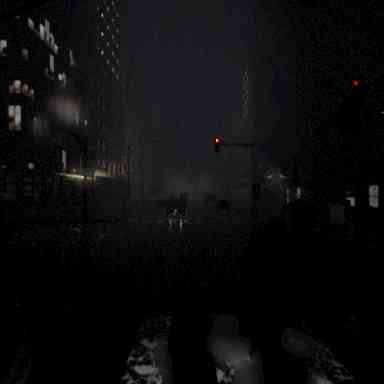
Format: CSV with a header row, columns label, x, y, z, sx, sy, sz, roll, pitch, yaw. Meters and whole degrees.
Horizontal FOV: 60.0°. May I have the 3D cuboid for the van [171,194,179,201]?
label,x,y,z,sx,sy,sz,roll,pitch,yaw
van,-4.382,1.357,86.221,1.690,1.788,3.998,0,0,0

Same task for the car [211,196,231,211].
label,x,y,z,sx,sy,sz,roll,pitch,yaw
car,3.832,1.600,42.053,1.947,1.339,4.313,0,0,0

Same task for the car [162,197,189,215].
label,x,y,z,sx,sy,sz,roll,pitch,yaw
car,-1.588,1.525,33.977,2.128,1.511,4.902,0,0,-1

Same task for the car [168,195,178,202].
label,x,y,z,sx,sy,sz,roll,pitch,yaw
car,-4.311,1.463,75.166,1.967,1.590,4.097,0,0,0

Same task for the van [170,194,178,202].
label,x,y,z,sx,sy,sz,roll,pitch,yaw
van,-4.347,1.361,80.693,1.690,1.788,3.998,0,0,0

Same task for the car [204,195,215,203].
label,x,y,z,sx,sy,sz,roll,pitch,yaw
car,3.605,1.466,69.690,1.967,1.590,4.097,0,0,0

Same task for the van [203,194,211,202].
label,x,y,z,sx,sy,sz,roll,pitch,yaw
van,3.533,1.361,80.744,1.690,1.788,3.998,0,0,0

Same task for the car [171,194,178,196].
label,x,y,z,sx,sy,sz,roll,pitch,yaw
car,-4.240,1.595,64.111,1.947,1.339,4.313,0,0,0

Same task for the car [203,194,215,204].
label,x,y,z,sx,sy,sz,roll,pitch,yaw
car,3.640,1.344,64.161,2.192,1.841,5.009,0,0,0

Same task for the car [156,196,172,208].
label,x,y,z,sx,sy,sz,roll,pitch,yaw
car,-4.133,1.616,47.528,1.802,1.307,4.206,0,0,0

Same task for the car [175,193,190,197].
label,x,y,z,sx,sy,sz,roll,pitch,yaw
car,-1.700,1.242,67.433,2.150,2.045,5.566,0,0,0
